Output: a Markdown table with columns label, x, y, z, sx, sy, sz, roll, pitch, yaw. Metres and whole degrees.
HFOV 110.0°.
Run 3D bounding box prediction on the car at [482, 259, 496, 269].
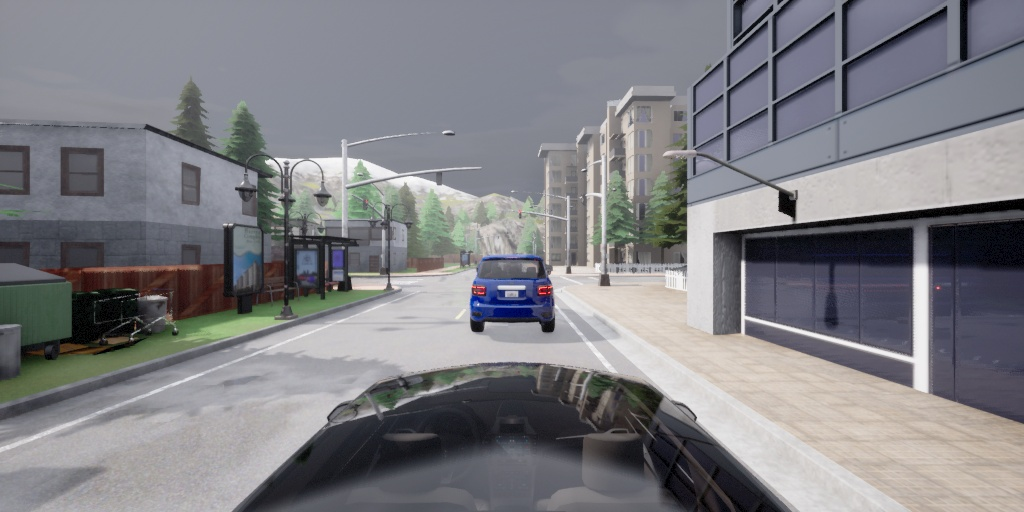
| label | x | y | z | sx | sy | sz | roll | pitch | yaw |
| --- | --- | --- | --- | --- | --- | --- | --- | --- | --- |
| car | -3.594 | 1.227 | 57.199 | 1.882 | 1.535 | 5.008 | 0 | 0 | 0 |

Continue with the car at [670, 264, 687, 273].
| label | x | y | z | sx | sy | sz | roll | pitch | yaw |
| --- | --- | --- | --- | --- | --- | --- | --- | --- | --- |
| car | 16.500 | 1.270 | 31.858 | 4.892 | 1.490 | 1.837 | 0 | 0 | -2 |

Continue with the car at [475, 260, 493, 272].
| label | x | y | z | sx | sy | sz | roll | pitch | yaw |
| --- | --- | --- | --- | --- | --- | --- | --- | --- | --- |
| car | -3.599 | 1.297 | 47.279 | 2.033 | 1.411 | 5.357 | 0 | 0 | 0 |

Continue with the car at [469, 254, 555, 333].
| label | x | y | z | sx | sy | sz | roll | pitch | yaw |
| --- | --- | --- | --- | --- | --- | --- | --- | --- | --- |
| car | 0.050 | 0.971 | 10.939 | 2.150 | 2.045 | 5.566 | 0 | 0 | 1 |
